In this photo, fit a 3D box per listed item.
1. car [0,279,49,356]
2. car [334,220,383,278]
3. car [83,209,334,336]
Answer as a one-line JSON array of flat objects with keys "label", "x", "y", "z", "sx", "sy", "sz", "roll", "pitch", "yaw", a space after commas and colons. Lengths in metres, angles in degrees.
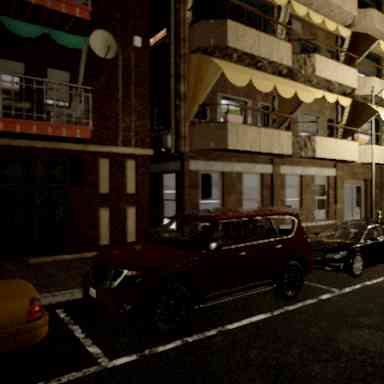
[{"label": "car", "x": -4.200, "y": 1.525, "z": 3.570, "sx": 4.829, "sy": 1.417, "sz": 1.752, "roll": 0, "pitch": 0, "yaw": -36}, {"label": "car", "x": 4.934, "y": 1.556, "z": 10.091, "sx": 4.403, "sy": 1.369, "sz": 2.008, "roll": 0, "pitch": 0, "yaw": -36}, {"label": "car", "x": 0.434, "y": 1.317, "z": 6.881, "sx": 5.009, "sy": 1.841, "sz": 2.192, "roll": 0, "pitch": 0, "yaw": -36}]
